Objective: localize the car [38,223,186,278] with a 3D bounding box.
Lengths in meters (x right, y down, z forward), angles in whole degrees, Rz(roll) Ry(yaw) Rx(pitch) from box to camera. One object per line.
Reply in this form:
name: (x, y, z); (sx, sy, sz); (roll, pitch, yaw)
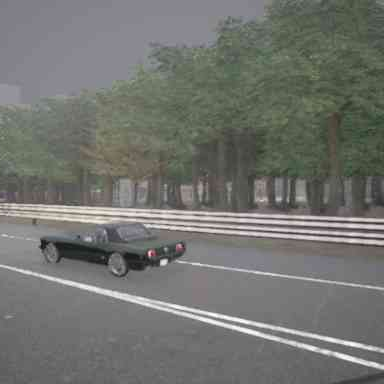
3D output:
car: (-2.597, 1.605, 10.176); (4.718, 1.301, 1.895); (0, 0, 34)
